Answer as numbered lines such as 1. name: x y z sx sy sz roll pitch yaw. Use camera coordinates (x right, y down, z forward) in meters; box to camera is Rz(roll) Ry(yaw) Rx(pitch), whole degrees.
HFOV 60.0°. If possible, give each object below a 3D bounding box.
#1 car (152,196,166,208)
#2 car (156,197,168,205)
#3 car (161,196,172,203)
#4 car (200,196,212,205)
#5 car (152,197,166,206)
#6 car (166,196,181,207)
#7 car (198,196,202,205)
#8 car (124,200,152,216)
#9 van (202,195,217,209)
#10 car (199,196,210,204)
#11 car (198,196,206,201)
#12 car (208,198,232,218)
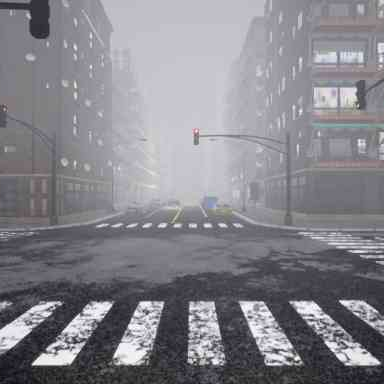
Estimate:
1. car: -5.387 1.614 49.657 1.802 1.307 4.206 1 0 0
2. car: -5.405 1.628 60.972 1.802 1.307 4.206 1 0 0
3. car: -5.423 1.613 72.288 2.008 1.369 4.403 1 0 0
4. car: 2.476 1.486 61.040 1.967 1.590 4.097 1 0 0
5. car: -5.395 1.564 55.144 1.752 1.417 4.829 1 0 0
6. car: -2.837 1.593 53.621 1.895 1.301 4.718 0 0 0
7. car: 2.496 1.347 49.728 2.192 1.841 5.009 1 0 0
8. car: -5.489 1.565 32.683 2.008 1.369 4.403 1 0 0
9. van: 2.537 1.366 44.074 1.690 1.788 3.998 1 0 0
10. car: 2.466 1.604 66.696 2.008 1.369 4.403 1 0 0
11. car: 2.438 1.627 83.664 1.887 1.381 4.507 1 0 0
12. car: 2.655 1.538 30.241 1.752 1.417 4.829 1 0 0
